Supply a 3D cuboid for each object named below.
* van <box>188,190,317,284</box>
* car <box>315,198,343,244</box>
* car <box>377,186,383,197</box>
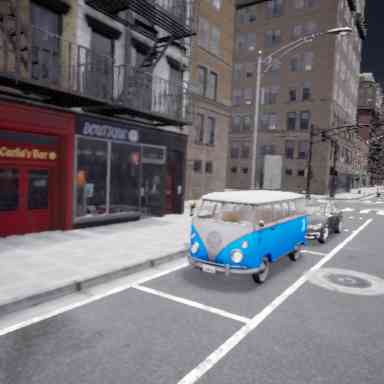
[{"bbox_3d":[1.511,0.878,7.992,1.690,1.788,3.998,5,4,34],"label":"van"},{"bbox_3d":[4.504,0.941,12.499,2.008,1.369,4.403,5,4,34],"label":"car"},{"bbox_3d":[25.488,-0.107,43.914,1.752,1.417,4.829,5,4,34],"label":"car"}]
